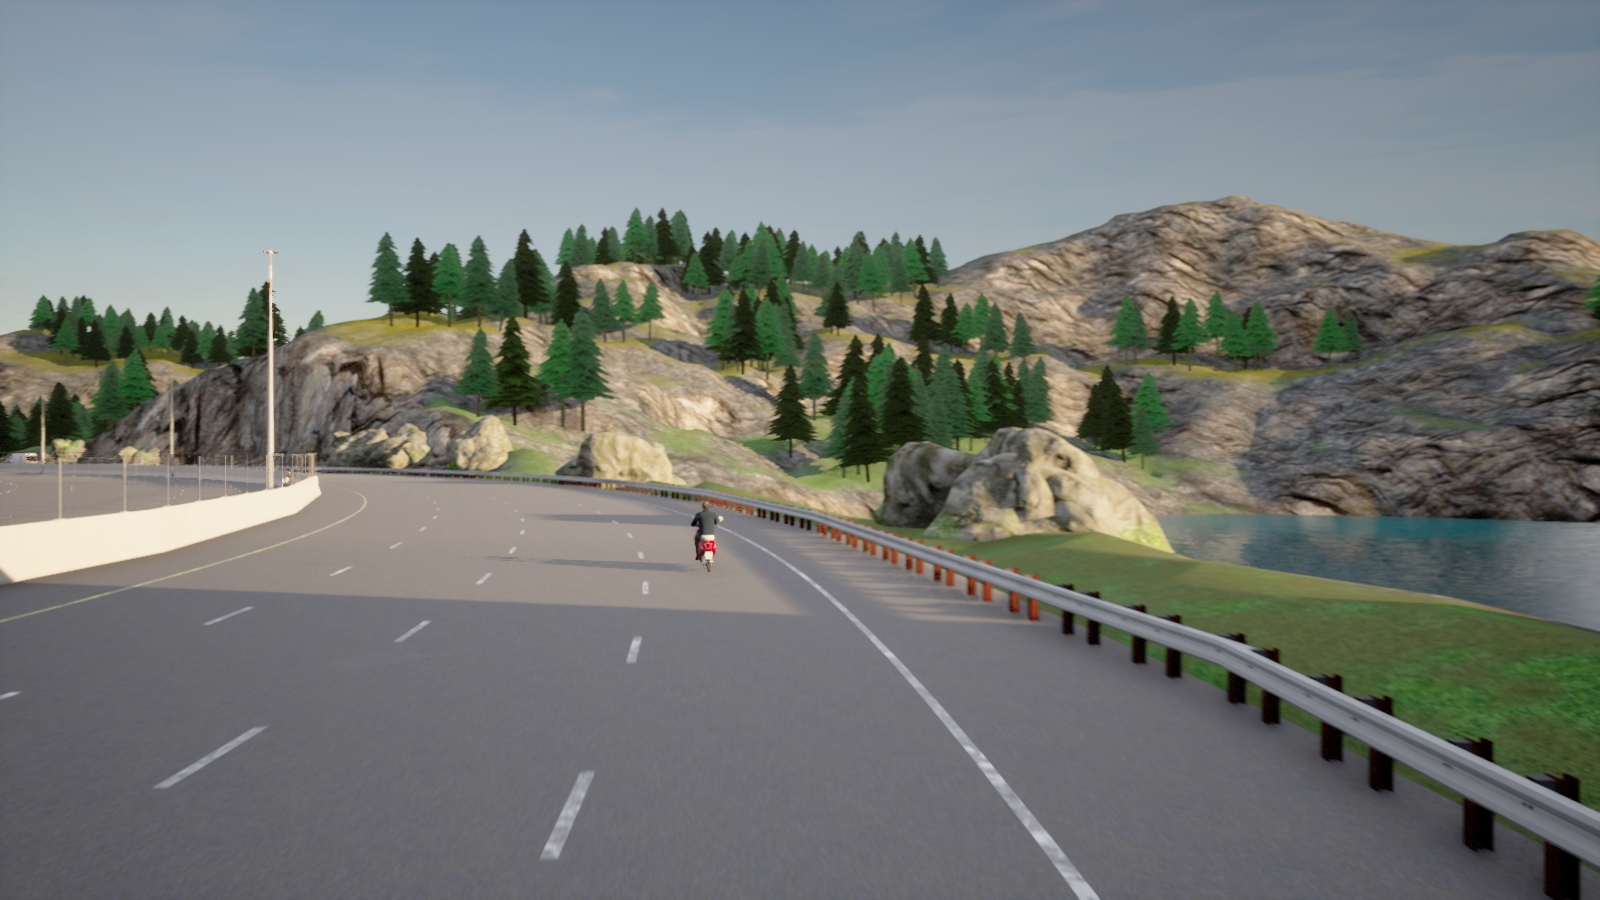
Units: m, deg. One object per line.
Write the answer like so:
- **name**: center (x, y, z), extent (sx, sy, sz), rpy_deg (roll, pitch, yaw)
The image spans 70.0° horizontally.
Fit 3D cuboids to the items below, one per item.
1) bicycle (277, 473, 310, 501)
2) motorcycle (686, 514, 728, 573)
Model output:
- **bicycle**: center (-28.980, 2.112, 65.380), extent (1.643, 1.514, 0.373), rpy_deg (-2, -3, -18)
- **motorcycle**: center (-2.230, 2.195, 27.107), extent (0.856, 1.236, 1.805), rpy_deg (-1, 0, -9)
